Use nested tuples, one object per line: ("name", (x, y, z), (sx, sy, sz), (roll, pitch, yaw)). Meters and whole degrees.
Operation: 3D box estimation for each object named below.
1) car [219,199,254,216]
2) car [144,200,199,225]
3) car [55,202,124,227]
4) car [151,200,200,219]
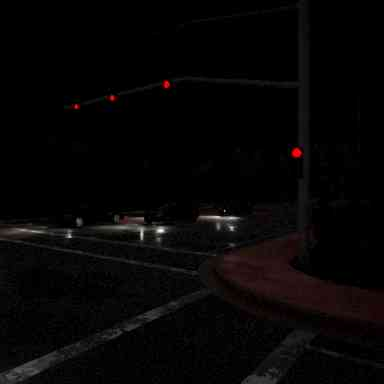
("car", (4.436, 1.505, 32.786), (1.837, 1.490, 4.892), (0, 0, 36))
("car", (-1.424, 1.478, 24.647), (1.882, 1.535, 5.008), (0, 0, 36))
("car", (-6.940, 1.478, 22.956), (1.882, 1.535, 5.008), (0, 0, 36))
("car", (-1.409, 1.505, 30.671), (1.837, 1.490, 4.892), (0, 0, 36))
